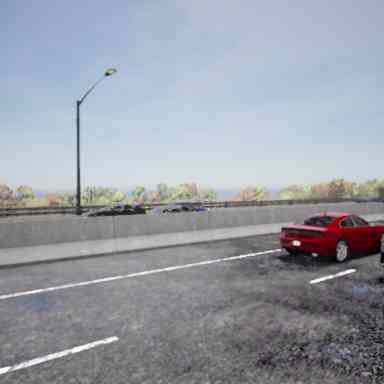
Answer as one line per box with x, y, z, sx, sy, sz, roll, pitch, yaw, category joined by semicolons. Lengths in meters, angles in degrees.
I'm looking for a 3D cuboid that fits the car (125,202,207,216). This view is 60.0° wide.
-1.309;1.602;20.548;4.892;1.490;1.837;0;0;-37;car

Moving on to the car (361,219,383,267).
6.925;1.475;8.974;4.902;1.511;2.128;0;0;-37;car

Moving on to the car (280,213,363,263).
5.327;1.487;12.152;5.008;1.535;1.882;0;0;-37;car

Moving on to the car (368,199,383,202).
27.329;1.240;50.724;5.357;1.411;2.033;0;0;-37;car

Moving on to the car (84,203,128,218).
-5.865;1.660;25.880;4.892;1.490;1.837;0;0;-37;car
